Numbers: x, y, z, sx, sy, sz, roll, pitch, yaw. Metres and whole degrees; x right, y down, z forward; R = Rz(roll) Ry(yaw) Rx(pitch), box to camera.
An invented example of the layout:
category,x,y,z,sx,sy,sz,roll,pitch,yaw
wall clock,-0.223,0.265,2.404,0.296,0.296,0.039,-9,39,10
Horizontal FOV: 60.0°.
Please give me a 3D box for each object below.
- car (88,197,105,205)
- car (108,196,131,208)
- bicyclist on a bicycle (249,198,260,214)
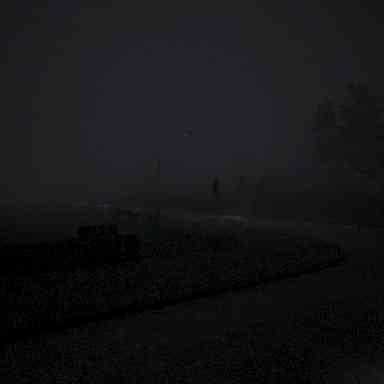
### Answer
category,x,y,z,sx,sy,sz,roll,pitch,yaw
car,-17.025,1.549,59.145,1.882,1.535,5.008,0,0,-36
car,-11.152,1.423,50.994,2.097,1.767,4.553,0,0,-35
bicyclist on a bicycle,6.341,1.433,33.795,1.656,1.620,0.582,0,0,-36
